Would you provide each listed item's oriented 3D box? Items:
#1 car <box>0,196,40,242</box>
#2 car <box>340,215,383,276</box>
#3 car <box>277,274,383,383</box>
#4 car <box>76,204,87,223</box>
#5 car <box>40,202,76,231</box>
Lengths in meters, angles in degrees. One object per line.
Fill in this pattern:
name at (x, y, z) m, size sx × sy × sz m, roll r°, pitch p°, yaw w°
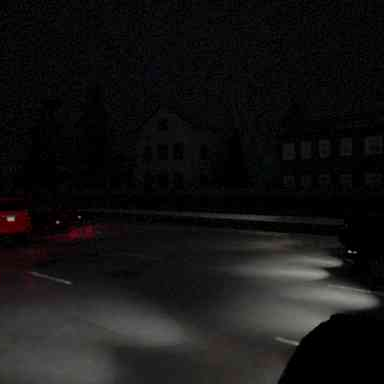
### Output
car at (-9.557, 1.197, 15.107) m, size 5.566 × 2.045 × 2.150 m, roll 0°, pitch 0°, yaw 35°
car at (6.383, 1.506, 8.038) m, size 4.892 × 1.490 × 1.837 m, roll 0°, pitch 0°, yaw 35°
car at (2.897, 1.603, 1.926) m, size 4.718 × 1.301 × 1.895 m, roll 0°, pitch 0°, yaw 35°
car at (-9.507, 1.460, 23.669) m, size 4.902 × 1.511 × 2.128 m, roll 0°, pitch 0°, yaw 35°
car at (-9.136, 1.450, 19.106) m, size 5.008 × 1.535 × 1.882 m, roll 0°, pitch 0°, yaw 35°
